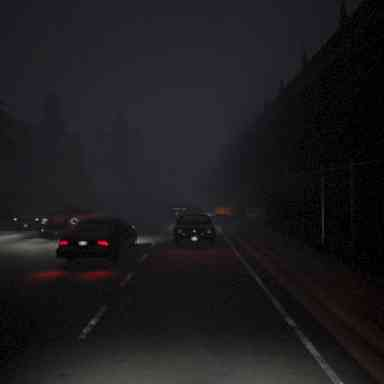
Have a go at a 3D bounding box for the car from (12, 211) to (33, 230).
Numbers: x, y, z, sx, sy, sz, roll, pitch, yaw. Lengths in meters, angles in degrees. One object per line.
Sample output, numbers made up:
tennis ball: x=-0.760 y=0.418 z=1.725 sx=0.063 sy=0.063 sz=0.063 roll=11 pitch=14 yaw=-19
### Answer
car: x=-10.204 y=1.814 z=22.939 sx=1.895 sy=1.301 sz=4.718 roll=0 pitch=-1 yaw=5

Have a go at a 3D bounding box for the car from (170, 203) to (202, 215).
car: x=-0.455 y=1.797 z=32.911 sx=2.128 sy=1.511 sz=4.902 roll=0 pitch=-1 yaw=23

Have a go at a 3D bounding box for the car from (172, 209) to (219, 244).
car: x=0.114 y=1.757 z=16.734 sx=1.895 sy=1.301 sz=4.718 roll=0 pitch=-1 yaw=0

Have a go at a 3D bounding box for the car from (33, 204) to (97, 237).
car: x=-6.842 y=1.531 z=19.268 sx=2.097 sy=1.767 sz=4.553 roll=0 pitch=-1 yaw=3

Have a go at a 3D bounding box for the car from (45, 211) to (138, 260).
car: x=-3.395 y=1.668 z=12.858 sx=2.033 sy=1.411 sz=5.357 roll=0 pitch=0 yaw=0

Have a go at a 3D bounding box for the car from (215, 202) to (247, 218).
car: x=4.044 y=1.795 z=34.204 sx=1.882 sy=1.535 sz=5.008 roll=-1 pitch=-1 yaw=29
